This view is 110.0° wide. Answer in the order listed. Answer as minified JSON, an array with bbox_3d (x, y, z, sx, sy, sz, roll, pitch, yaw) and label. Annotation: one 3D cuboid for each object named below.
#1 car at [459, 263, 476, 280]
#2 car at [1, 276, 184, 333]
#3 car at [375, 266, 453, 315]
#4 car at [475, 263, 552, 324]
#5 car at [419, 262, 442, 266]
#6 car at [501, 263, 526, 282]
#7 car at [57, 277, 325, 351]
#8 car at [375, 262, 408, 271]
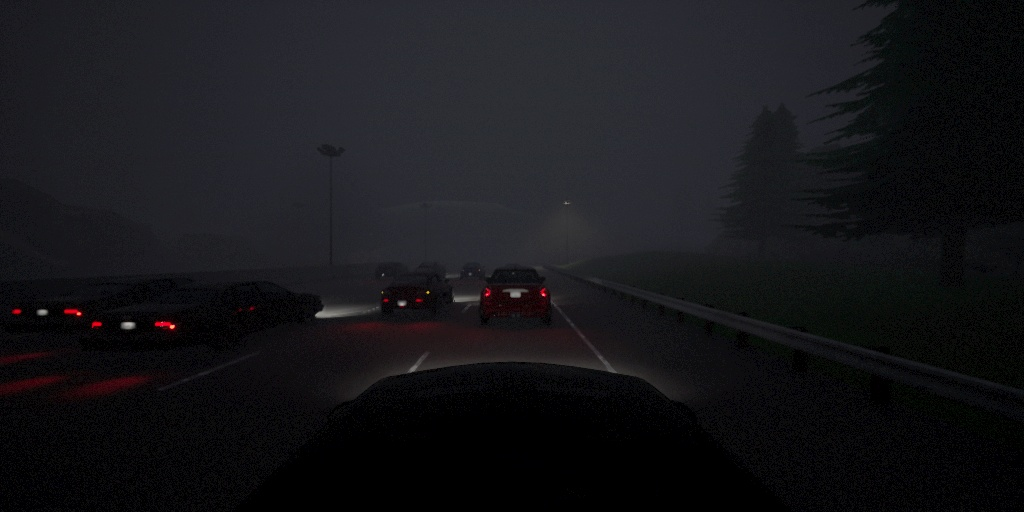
[{"bbox_3d":[-3.410,1.287,31.402,1.812,1.442,4.674,0,0,0],"label":"car"},{"bbox_3d":[-10.399,1.301,10.450,2.033,1.411,5.357,0,0,0],"label":"car"},{"bbox_3d":[-3.412,1.280,13.412,1.812,1.442,4.674,0,0,0],"label":"car"},{"bbox_3d":[0.101,1.106,12.150,2.097,1.767,4.553,0,0,0],"label":"car"},{"bbox_3d":[-6.896,1.253,30.718,2.128,1.511,4.902,0,0,0],"label":"car"},{"bbox_3d":[0.104,1.325,30.400,1.994,1.385,4.181,0,0,0],"label":"car"},{"bbox_3d":[-6.898,1.301,8.955,2.033,1.411,5.357,0,0,0],"label":"car"},{"bbox_3d":[-10.396,1.267,31.324,1.837,1.490,4.892,0,0,0],"label":"car"}]
